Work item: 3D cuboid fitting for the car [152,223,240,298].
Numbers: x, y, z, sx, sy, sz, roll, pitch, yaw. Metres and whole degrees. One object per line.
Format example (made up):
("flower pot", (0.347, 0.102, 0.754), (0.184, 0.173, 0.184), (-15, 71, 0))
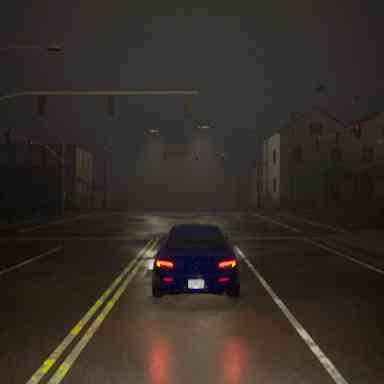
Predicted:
("car", (0.093, 1.512, 8.383), (1.812, 1.442, 4.674), (0, 0, 0))
